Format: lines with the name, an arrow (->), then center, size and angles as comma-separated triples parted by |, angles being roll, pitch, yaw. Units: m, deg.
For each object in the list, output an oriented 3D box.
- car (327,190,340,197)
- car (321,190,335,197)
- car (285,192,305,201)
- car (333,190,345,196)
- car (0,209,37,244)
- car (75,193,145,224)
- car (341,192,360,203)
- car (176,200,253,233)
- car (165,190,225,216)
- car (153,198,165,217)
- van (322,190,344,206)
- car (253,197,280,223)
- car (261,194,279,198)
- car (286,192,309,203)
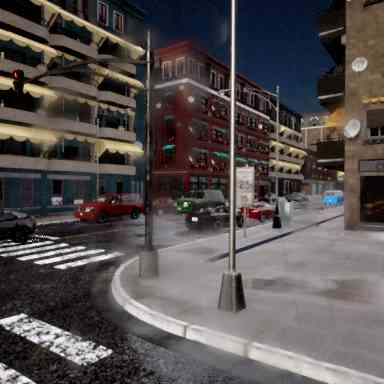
car -> 33.023, 0.336, 77.517 | 1.802, 1.307, 4.206 | 2, 2, 35
car -> 29.814, 0.378, 72.964 | 1.887, 1.381, 4.507 | 2, 2, 35
car -> 16.977, 0.720, 54.751 | 1.947, 1.339, 4.313 | 2, 2, 35
car -> 36.232, 0.256, 82.071 | 1.802, 1.307, 4.206 | 2, 2, 35
car -> -8.411, 1.429, 12.821 | 2.128, 1.511, 4.902 | 0, 2, 24
car -> -5.485, 1.031, 22.872 | 2.192, 1.841, 5.009 | 2, 2, 35
car -> 23.804, 0.764, 49.890 | 1.887, 1.381, 4.507 | 2, 2, 35
car -> 1.340, 1.348, 18.019 | 1.947, 1.339, 4.313 | 2, 2, 35
car -> 0.633, 0.856, 27.082 | 2.150, 2.045, 5.566 | 1, 1, 35
car -> -2.278, 1.180, 27.431 | 1.887, 1.381, 4.507 | 2, 2, 35
van -> 17.388, 0.721, 40.781 | 1.690, 1.788, 3.998 | 2, 2, 35
car -> 4.549, 1.283, 22.572 | 1.802, 1.307, 4.206 | 2, 2, 35
car -> 10.559, 0.880, 45.644 | 1.947, 1.339, 4.313 | 2, 2, 35
car -> 15.163, 0.822, 47.548 | 2.033, 1.411, 5.357 | 1, 1, 35
